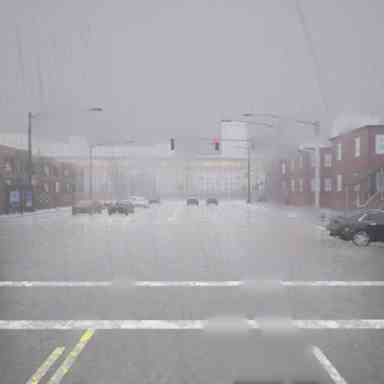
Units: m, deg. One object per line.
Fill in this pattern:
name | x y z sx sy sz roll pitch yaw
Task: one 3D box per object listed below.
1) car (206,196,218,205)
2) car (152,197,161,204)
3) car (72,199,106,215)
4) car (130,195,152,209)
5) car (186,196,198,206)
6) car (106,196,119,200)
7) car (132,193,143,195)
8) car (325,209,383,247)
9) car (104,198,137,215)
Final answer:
car | 3.477 1.517 58.450 1.837 1.490 4.892 0 0 0
car | -7.029 1.560 63.224 2.033 1.411 5.357 0 0 0
car | -10.611 1.485 33.853 1.882 1.535 5.008 0 0 0
car | -7.103 1.535 45.981 1.812 1.442 4.674 0 0 0
car | 0.081 1.489 56.335 1.882 1.535 5.008 0 0 0
car | -10.609 1.362 44.020 2.097 1.767 4.553 0 0 0
car | -10.529 1.228 63.246 2.150 2.045 5.566 0 0 0
car | 8.358 1.509 14.290 4.892 1.490 1.837 0 1 5
car | -7.109 1.608 33.628 1.895 1.301 4.718 0 0 0
